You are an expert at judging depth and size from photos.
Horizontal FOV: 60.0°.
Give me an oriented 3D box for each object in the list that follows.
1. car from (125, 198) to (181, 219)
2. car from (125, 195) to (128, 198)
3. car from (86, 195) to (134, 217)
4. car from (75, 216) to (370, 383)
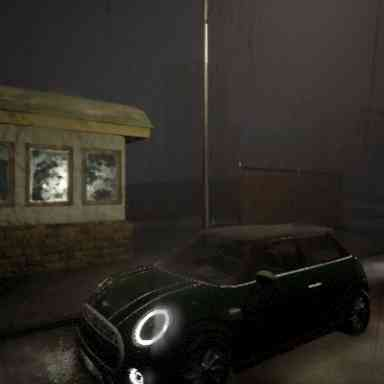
[{"bbox_3d":[-2.865,1.397,25.096,4.193,1.474,1.816,0,0,-36],"label":"car"},{"bbox_3d":[-5.307,1.330,27.249,4.611,1.667,2.242,0,0,-36],"label":"car"},{"bbox_3d":[-7.595,1.224,30.888,3.866,1.878,1.905,0,0,-36],"label":"car"},{"bbox_3d":[0.675,1.346,5.063,4.553,1.767,2.097,0,0,-35],"label":"car"}]
